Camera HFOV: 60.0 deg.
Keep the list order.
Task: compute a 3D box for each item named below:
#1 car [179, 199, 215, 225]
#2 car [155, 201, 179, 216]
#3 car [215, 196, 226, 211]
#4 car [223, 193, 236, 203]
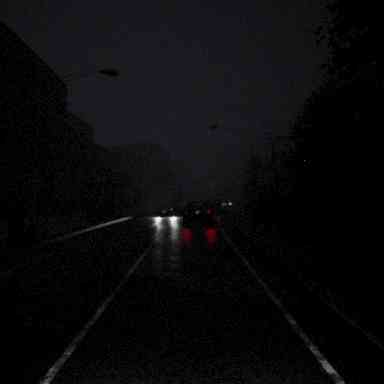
[{"bbox_3d":[0.484,1.414,24.670,2.097,1.767,4.553,0,0,3],"label":"car"},{"bbox_3d":[-2.399,1.644,33.733,1.812,1.442,4.674,-1,0,7],"label":"car"},{"bbox_3d":[2.690,1.624,42.571,2.033,1.411,5.357,-1,0,11],"label":"car"},{"bbox_3d":[7.959,1.333,72.781,2.150,2.045,5.566,-2,-1,22],"label":"car"}]
